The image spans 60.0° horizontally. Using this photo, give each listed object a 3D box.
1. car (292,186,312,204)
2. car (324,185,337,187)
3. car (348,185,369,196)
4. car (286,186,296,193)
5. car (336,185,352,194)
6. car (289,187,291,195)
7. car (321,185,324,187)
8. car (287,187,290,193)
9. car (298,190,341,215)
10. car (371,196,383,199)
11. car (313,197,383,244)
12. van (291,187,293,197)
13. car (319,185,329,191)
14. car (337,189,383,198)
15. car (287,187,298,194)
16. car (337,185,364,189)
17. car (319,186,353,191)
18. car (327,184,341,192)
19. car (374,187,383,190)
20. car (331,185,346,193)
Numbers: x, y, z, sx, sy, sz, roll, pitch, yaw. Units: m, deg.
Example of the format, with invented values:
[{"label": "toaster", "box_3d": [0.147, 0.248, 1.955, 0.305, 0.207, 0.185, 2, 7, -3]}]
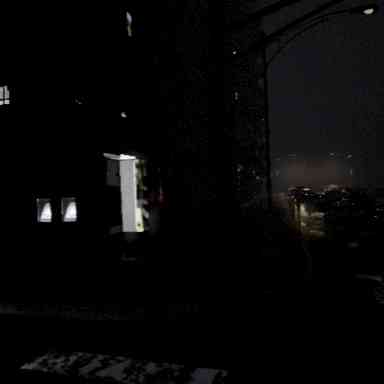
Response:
[{"label": "car", "box_3d": [11.747, 0.446, 34.325, 1.967, 1.590, 4.097, -2, 1, 15]}, {"label": "car", "box_3d": [22.065, -0.078, 51.199, 1.895, 1.301, 4.718, -2, 1, 15]}, {"label": "car", "box_3d": [24.106, -0.198, 48.404, 1.752, 1.417, 4.829, -2, 1, 15]}, {"label": "car", "box_3d": [22.991, -0.539, 77.123, 2.008, 1.369, 4.403, -2, 1, 15]}, {"label": "car", "box_3d": [26.874, -0.448, 58.939, 1.887, 1.381, 4.507, -2, 1, 15]}, {"label": "car", "box_3d": [14.563, 0.310, 45.026, 1.802, 1.307, 4.206, -2, 1, 15]}, {"label": "car", "box_3d": [31.089, -0.847, 74.987, 2.008, 1.369, 4.403, -2, 1, 15]}, {"label": "car", "box_3d": [17.367, -0.108, 55.723, 1.967, 1.590, 4.097, -2, 1, 15]}, {"label": "car", "box_3d": [8.942, 0.835, 23.628, 2.008, 1.369, 4.403, -2, 1, 15]}, {"label": "car", "box_3d": [8.895, 1.008, 13.262, 1.994, 1.385, 4.181, -2, 1, 15]}, {"label": "car", "box_3d": [6.132, 1.117, 12.928, 2.008, 1.369, 4.403, -2, 1, 15]}, {"label": "van", "box_3d": [13.148, 0.208, 39.673, 1.690, 1.788, 3.998, -2, 1, 15]}, {"label": "car", "box_3d": [33.941, -1.145, 85.850, 1.752, 1.417, 4.829, -2, 1, 15]}, {"label": "car", "box_3d": [11.428, 0.755, 22.877, 1.994, 1.385, 4.181, -2, 1, 15]}, {"label": "car", "box_3d": [21.586, -0.404, 71.773, 2.008, 1.369, 4.403, -2, 1, 15]}, {"label": "car", "box_3d": [19.648, 0.129, 41.599, 1.994, 1.385, 4.181, -2, 1, 14]}, {"label": "car", "box_3d": [14.121, 0.472, 33.060, 2.033, 1.411, 5.357, -2, 1, 15]}, {"label": "car", "box_3d": [29.679, -0.823, 69.636, 1.967, 1.590, 4.097, -2, 1, 15]}, {"label": "car", "box_3d": [21.256, 0.140, 37.541, 1.802, 1.307, 4.206, -2, 1, 15]}, {"label": "car", "box_3d": [28.279, -0.578, 64.289, 2.008, 1.369, 4.403, -2, 1, 15]}]
